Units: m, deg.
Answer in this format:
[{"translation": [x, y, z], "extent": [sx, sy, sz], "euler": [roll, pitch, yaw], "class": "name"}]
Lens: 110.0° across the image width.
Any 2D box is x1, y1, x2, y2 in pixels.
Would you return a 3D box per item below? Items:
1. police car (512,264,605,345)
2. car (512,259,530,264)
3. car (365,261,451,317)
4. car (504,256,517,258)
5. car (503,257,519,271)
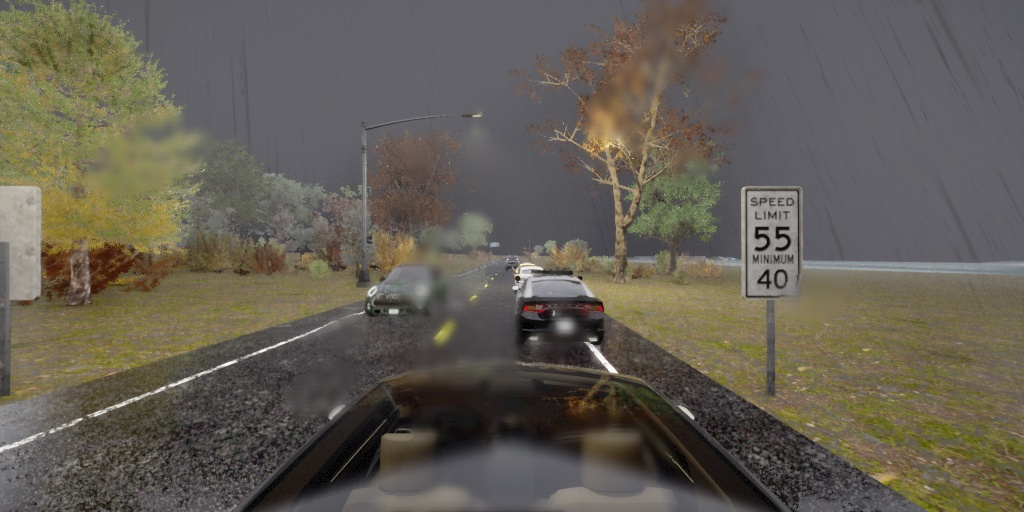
[{"translation": [1.048, 1.175, 9.646], "extent": [1.930, 1.638, 5.238], "euler": [0, 0, 0], "class": "police car"}, {"translation": [1.068, 1.204, 25.720], "extent": [1.801, 1.575, 5.366], "euler": [0, 0, 0], "class": "car"}, {"translation": [-3.599, 1.102, 13.151], "extent": [2.097, 1.767, 4.553], "euler": [0, 0, 0], "class": "car"}, {"translation": [0.096, 0.957, 61.981], "extent": [2.150, 2.045, 5.566], "euler": [0, 0, 0], "class": "car"}, {"translation": [0.096, 1.247, 48.799], "extent": [1.837, 1.490, 4.892], "euler": [0, 0, 1], "class": "car"}]
